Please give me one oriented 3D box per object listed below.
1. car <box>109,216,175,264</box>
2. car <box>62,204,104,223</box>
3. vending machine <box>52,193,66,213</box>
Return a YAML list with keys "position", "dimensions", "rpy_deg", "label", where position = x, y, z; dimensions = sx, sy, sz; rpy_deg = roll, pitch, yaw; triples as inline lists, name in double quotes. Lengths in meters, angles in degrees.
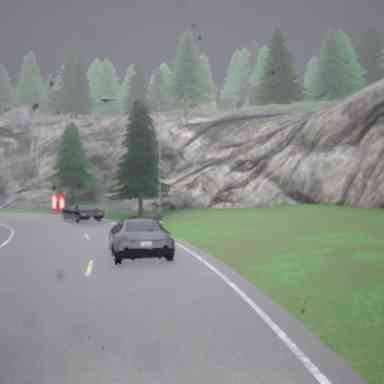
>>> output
- position: [-1.921, 1.547, 12.012]
  dimensions: [1.994, 1.385, 4.181]
  rpy_deg: [0, 0, -16]
  label: "car"
- position: [-8.463, 1.597, 25.475]
  dimensions: [1.895, 1.301, 4.718]
  rpy_deg: [0, 0, -37]
  label: "car"
- position: [-14.439, 1.206, 36.041]
  dimensions: [0.880, 2.100, 1.100]
  rpy_deg: [0, 0, 33]
  label: "vending machine"
